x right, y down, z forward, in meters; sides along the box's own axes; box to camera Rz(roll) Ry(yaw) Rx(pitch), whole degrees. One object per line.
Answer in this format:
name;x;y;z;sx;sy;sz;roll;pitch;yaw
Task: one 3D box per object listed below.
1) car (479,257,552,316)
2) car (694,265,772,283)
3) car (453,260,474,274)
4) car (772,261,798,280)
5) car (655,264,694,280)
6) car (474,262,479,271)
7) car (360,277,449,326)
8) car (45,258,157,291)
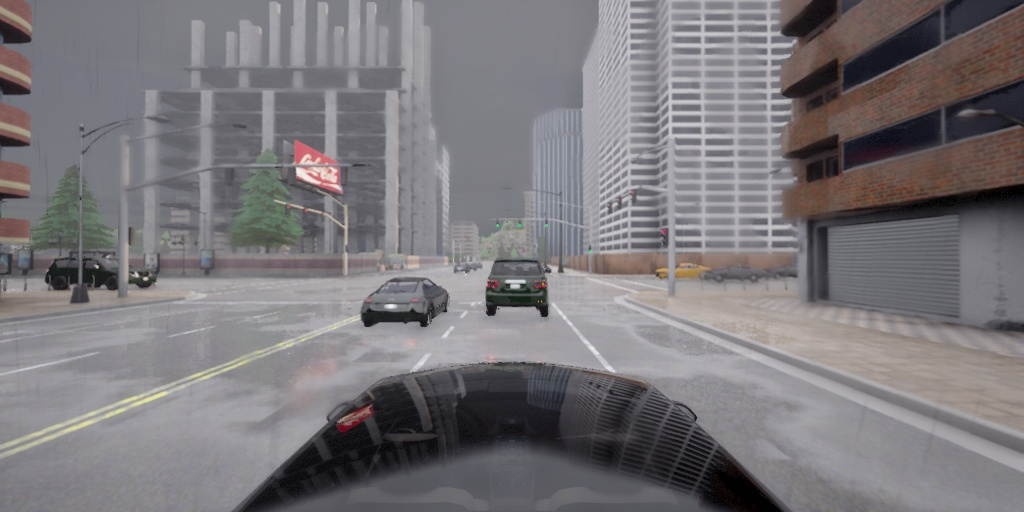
car;0.354;1.073;14.144;2.150;2.045;5.566;0;0;5
car;18.714;1.473;30.588;4.902;1.511;2.128;0;0;0
car;-6.932;1.626;49.979;2.128;1.511;4.902;0;0;0
car;26.165;1.502;34.093;4.902;1.511;2.128;0;0;0
car;16.230;1.487;34.085;5.008;1.535;1.882;0;0;0
car;-6.883;1.771;59.088;1.994;1.385;4.181;0;0;1
car;-3.372;1.396;12.010;1.994;1.385;4.181;0;0;0
car;-26.600;1.142;23.307;5.566;2.045;2.150;0;0;-1
